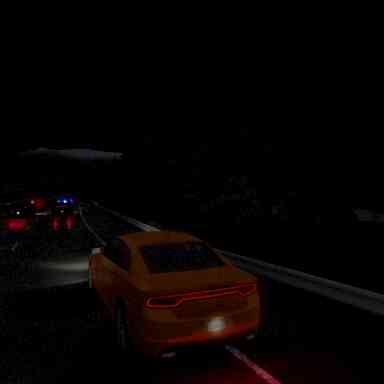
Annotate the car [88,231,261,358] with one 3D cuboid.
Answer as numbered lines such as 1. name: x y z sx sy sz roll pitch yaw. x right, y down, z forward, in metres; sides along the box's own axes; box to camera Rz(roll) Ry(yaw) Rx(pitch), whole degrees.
1. car: -0.746 1.478 6.315 1.882 1.535 5.008 0 0 -25

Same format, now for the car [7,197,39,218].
1. car: -15.348 1.505 30.064 1.837 1.490 4.892 0 0 -20

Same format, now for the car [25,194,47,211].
1. car: -18.825 1.221 39.942 2.150 2.045 5.566 0 0 -19

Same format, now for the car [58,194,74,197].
1. car: -15.668 1.221 41.356 2.150 2.045 5.566 0 0 -19

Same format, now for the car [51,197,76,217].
1. car: -12.183 1.492 31.479 2.128 1.511 4.902 0 0 -19
